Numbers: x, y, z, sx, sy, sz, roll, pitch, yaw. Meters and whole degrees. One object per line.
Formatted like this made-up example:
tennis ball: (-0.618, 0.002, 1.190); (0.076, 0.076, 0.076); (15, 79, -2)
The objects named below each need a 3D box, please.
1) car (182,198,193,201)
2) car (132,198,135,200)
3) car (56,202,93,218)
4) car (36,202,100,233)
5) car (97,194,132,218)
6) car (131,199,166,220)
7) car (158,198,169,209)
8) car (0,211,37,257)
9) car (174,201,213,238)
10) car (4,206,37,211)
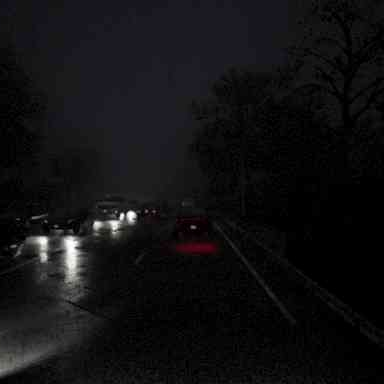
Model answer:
car: (-0.554, 1.555, 43.433); (1.812, 1.442, 4.674); (0, 0, -2)
car: (-7.588, 1.521, 40.711); (2.128, 1.511, 4.902); (0, 0, -2)
car: (-10.792, 1.623, 30.907); (1.895, 1.301, 4.718); (0, 0, -1)
car: (-7.176, 1.540, 19.852); (1.812, 1.442, 4.674); (0, 0, 0)
car: (-7.291, 1.243, 30.487); (2.150, 2.045, 5.566); (0, 0, -1)
car: (-3.594, 1.567, 28.465); (2.033, 1.411, 5.357); (0, 0, -1)
car: (-4.220, 1.579, 45.868); (2.033, 1.411, 5.357); (0, 0, -2)
car: (-7.088, 1.555, 10.274); (2.033, 1.411, 5.357); (0, 0, -1)
car: (0.042, 1.490, 17.857); (1.882, 1.535, 5.008); (0, 0, 0)
car: (-10.686, 1.579, 20.885); (1.994, 1.385, 4.181); (0, 0, -1)
